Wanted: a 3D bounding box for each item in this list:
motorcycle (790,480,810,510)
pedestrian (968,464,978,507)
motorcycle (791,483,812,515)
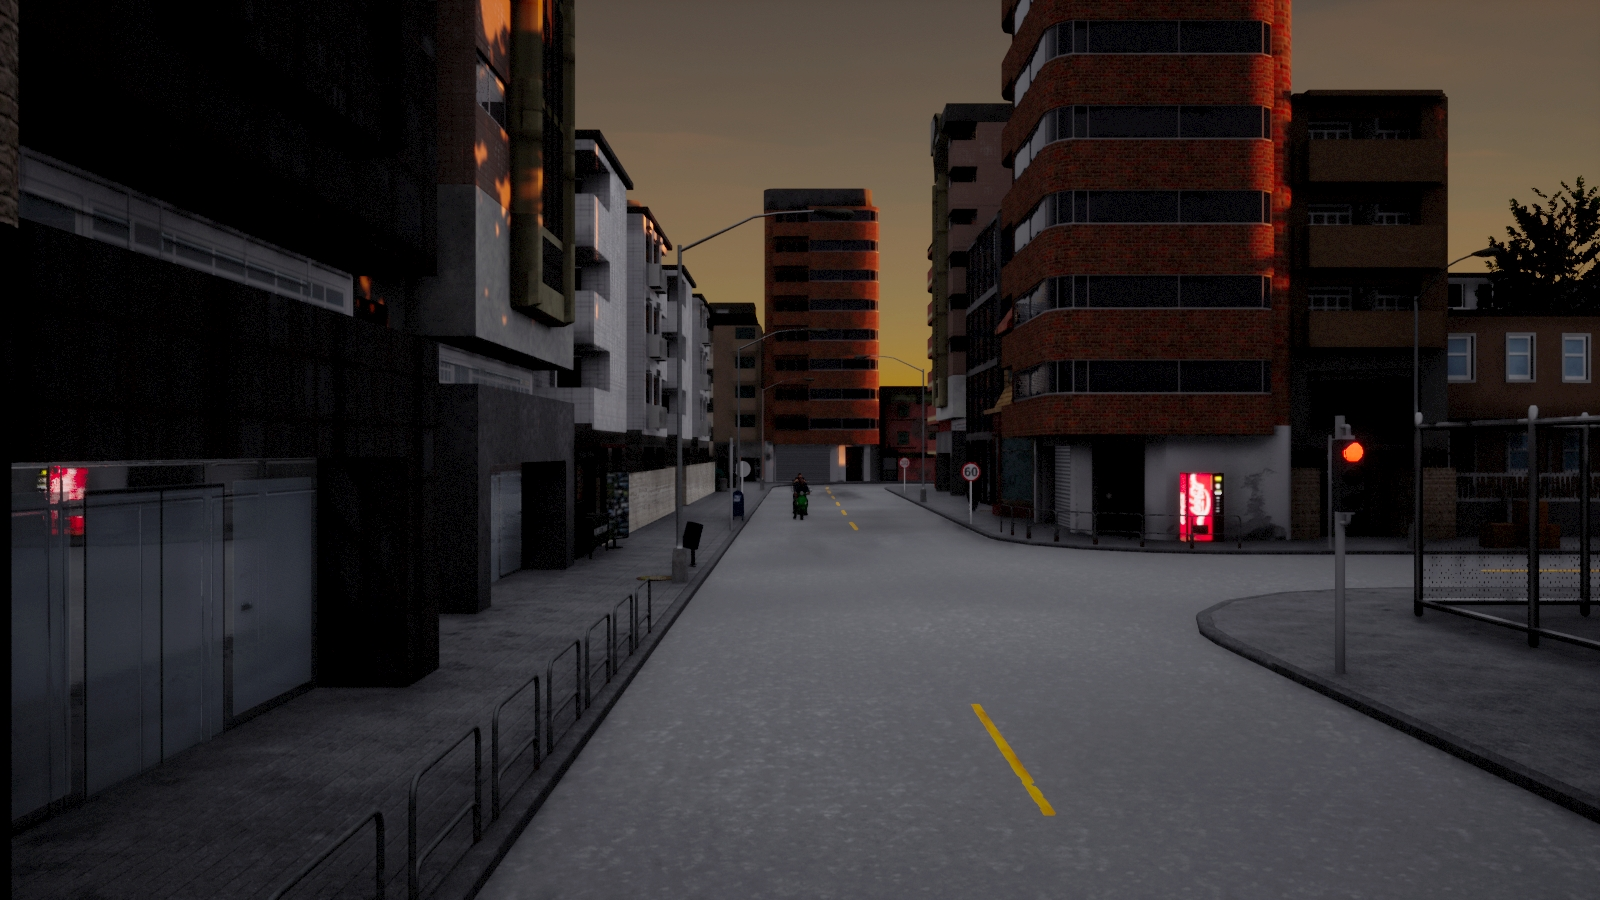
[{"bbox_3d":[0.019,1.970,50.389,0.856,1.236,1.805,0,0,0],"label":"motorcycle"},{"bbox_3d":[7.505,1.532,49.544,0.375,1.860,0.375,0,0,15],"label":"pedestrian"},{"bbox_3d":[0.063,1.970,46.521,0.856,1.236,1.805,0,0,0],"label":"motorcycle"}]
